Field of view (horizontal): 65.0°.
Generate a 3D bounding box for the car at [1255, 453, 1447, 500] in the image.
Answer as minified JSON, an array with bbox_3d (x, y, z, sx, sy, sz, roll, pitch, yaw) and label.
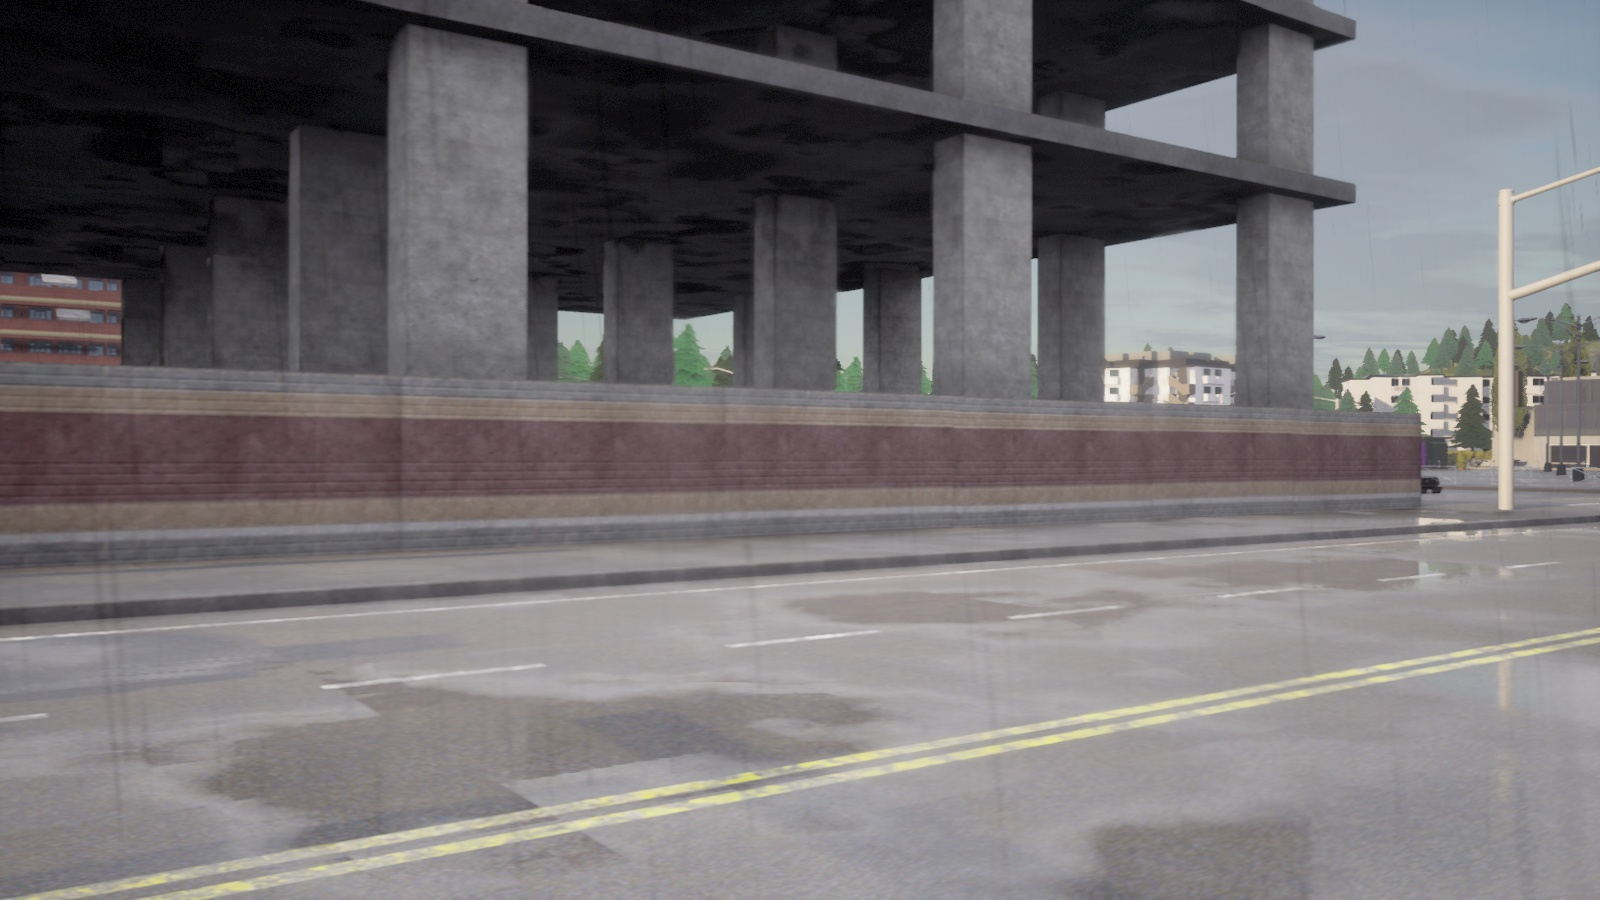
[{"bbox_3d":[17.597,0.799,40.390,2.033,1.411,5.357,0,0,-35],"label":"car"}]
